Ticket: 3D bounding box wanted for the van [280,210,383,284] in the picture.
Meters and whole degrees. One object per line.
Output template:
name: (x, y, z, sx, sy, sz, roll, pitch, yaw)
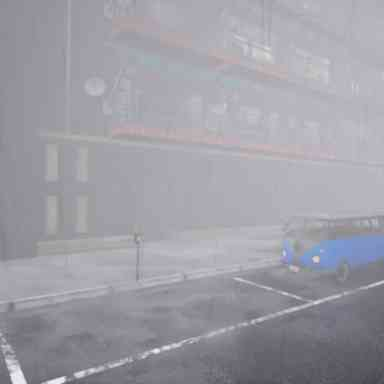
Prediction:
van: (4.296, 1.438, 9.626, 3.998, 1.788, 1.690, 1, 0, -36)
